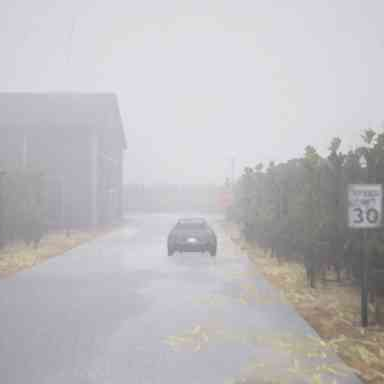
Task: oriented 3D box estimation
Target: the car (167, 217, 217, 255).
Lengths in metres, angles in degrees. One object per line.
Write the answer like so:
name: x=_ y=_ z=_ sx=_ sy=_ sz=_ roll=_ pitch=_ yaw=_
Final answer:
car: x=0.004 y=1.778 z=14.290 sx=1.994 sy=1.385 sz=4.181 roll=0 pitch=-1 yaw=0
